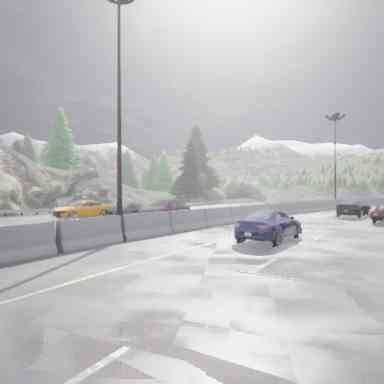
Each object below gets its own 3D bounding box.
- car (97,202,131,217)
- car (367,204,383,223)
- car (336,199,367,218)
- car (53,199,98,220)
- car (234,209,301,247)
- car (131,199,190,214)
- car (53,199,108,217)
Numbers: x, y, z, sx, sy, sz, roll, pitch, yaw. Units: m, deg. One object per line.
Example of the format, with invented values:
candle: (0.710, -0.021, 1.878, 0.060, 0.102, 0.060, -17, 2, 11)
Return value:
car: (-5.245, 1.547, 27.301, 1.994, 1.385, 4.181, 0, 0, 36)
car: (14.139, 1.533, 23.604, 1.895, 1.301, 4.718, 0, 0, 39)
car: (14.197, 1.403, 29.120, 1.882, 1.535, 5.008, 0, 0, 40)
car: (-9.142, 1.471, 27.864, 1.882, 1.535, 5.008, 0, 0, 35)
car: (3.474, 1.498, 15.011, 1.812, 1.442, 4.674, 0, 0, 33)
car: (-2.111, 1.328, 25.667, 2.097, 1.767, 4.553, 0, 0, 36)
car: (-10.576, 1.498, 31.883, 1.837, 1.490, 4.892, 0, 0, 36)
